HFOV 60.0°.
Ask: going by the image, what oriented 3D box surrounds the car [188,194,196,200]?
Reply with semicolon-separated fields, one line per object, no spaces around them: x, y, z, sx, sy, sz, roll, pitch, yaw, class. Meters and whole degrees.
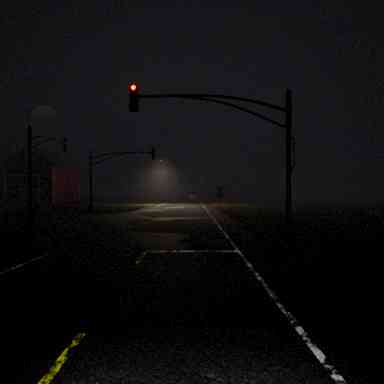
0.067;1.242;86.583;2.097;1.767;4.553;0;0;0;car
